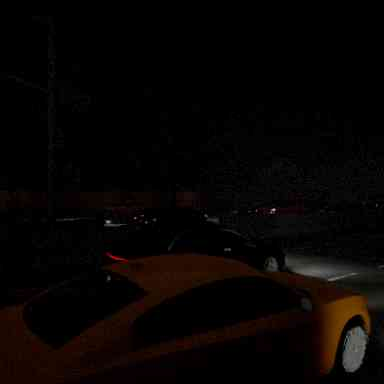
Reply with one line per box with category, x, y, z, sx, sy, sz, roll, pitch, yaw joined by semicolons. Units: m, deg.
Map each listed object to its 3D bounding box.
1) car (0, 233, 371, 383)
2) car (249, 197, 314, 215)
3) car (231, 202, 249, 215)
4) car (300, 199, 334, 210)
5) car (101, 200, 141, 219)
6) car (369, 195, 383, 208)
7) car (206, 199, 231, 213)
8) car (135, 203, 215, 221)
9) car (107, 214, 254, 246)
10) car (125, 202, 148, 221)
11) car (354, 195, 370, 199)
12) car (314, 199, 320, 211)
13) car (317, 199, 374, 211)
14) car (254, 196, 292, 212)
car;0.113;1.483;3.826;5.008;1.535;1.882;0;0;-35
car;7.040;1.409;26.111;4.553;1.767;2.097;0;0;-35
car;6.195;1.538;29.781;5.008;1.535;1.882;0;0;-35
car;17.620;1.662;46.734;5.357;1.411;2.033;0;0;-38
car;-5.664;1.513;29.990;5.008;1.535;1.882;0;0;-35
car;22.206;1.460;36.959;4.553;1.767;2.097;0;0;-35
car;2.563;1.568;35.789;4.892;1.490;1.837;0;0;-35
car;-1.022;1.593;20.438;4.181;1.385;1.994;0;0;-35
car;0.261;1.517;8.231;4.892;1.490;1.837;0;0;-35
car;-2.236;1.596;23.855;4.181;1.385;1.994;0;0;-35
car;21.558;1.334;40.912;5.566;2.045;2.150;0;0;-38
car;13.764;1.578;35.179;4.902;1.511;2.128;0;0;-35
car;14.582;1.629;31.464;5.357;1.411;2.033;0;0;-35
car;10.012;1.440;41.101;4.553;1.767;2.097;0;0;-35
